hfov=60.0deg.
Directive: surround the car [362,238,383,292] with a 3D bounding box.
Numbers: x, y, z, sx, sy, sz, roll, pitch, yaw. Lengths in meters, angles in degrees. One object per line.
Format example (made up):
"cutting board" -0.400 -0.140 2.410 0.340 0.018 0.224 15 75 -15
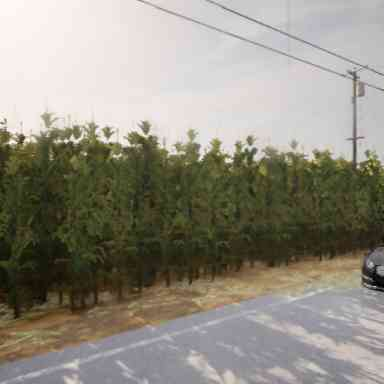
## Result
"car" 5.907 1.500 7.823 4.902 1.511 2.128 0 0 -35
